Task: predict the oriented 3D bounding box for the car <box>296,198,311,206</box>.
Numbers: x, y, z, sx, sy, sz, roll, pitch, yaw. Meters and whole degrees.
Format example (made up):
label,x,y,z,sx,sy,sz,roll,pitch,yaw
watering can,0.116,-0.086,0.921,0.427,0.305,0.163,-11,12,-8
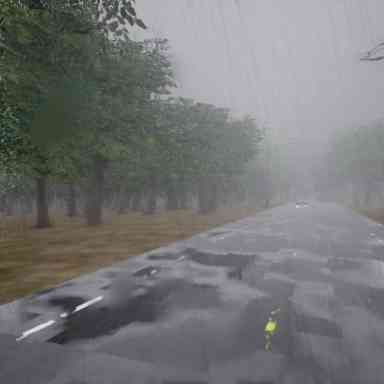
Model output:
label,x,y,z,sx,sy,sz,roll,pitch,yaw
car,19.467,1.723,58.650,1.994,1.385,4.181,1,0,21
